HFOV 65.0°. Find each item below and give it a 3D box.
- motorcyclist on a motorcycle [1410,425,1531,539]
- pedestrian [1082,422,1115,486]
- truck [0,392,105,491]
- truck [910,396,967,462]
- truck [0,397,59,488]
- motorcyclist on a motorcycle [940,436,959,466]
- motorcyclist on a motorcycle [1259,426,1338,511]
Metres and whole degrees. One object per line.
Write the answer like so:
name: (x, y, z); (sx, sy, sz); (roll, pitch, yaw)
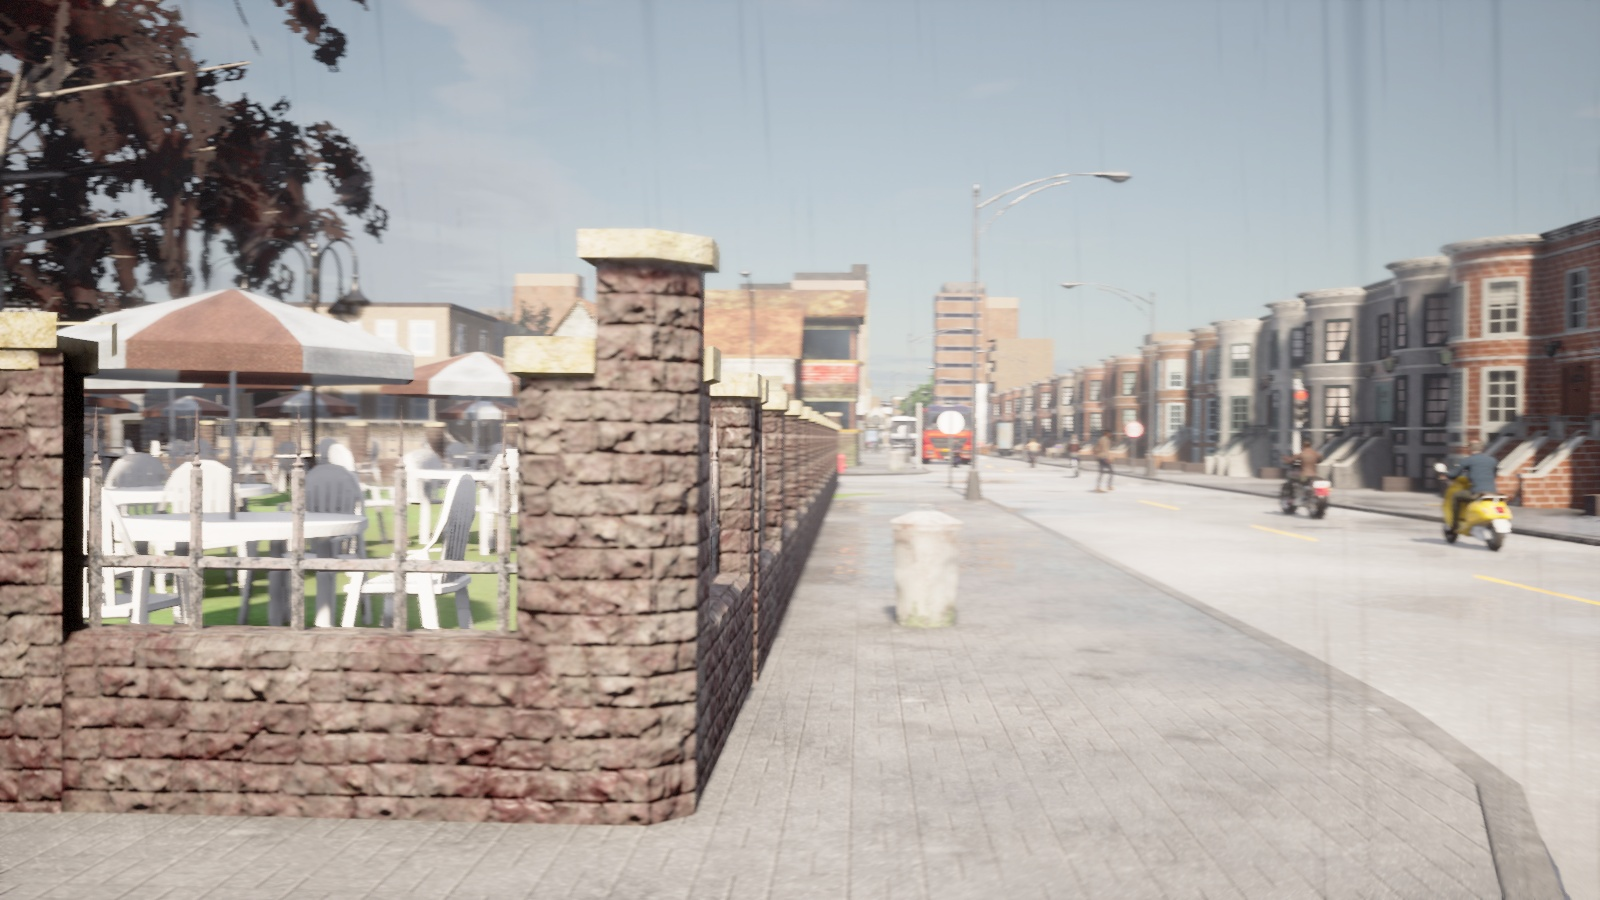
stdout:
motorcyclist on a motorcycle: (9.880, 0.438, 18.576); (0.866, 1.590, 1.817); (-1, 1, 3)
pedestrian: (8.589, 0.115, 36.105); (0.869, 1.805, 0.328); (-1, 1, -22)
truck: (-30.001, -0.273, 45.575); (7.936, 3.462, 2.891); (-1, 1, 2)
truck: (8.418, -1.264, 77.173); (2.891, 3.827, 8.468); (-1, 1, 3)
truck: (-34.184, -0.263, 49.768); (7.936, 3.462, 2.891); (-1, 1, 3)
motorcyclist on a motorcycle: (7.999, 0.042, 67.283); (0.866, 1.530, 2.191); (-1, 1, 3)
motorcyclist on a motorcycle: (10.189, 0.357, 25.746); (0.766, 1.649, 2.350); (-1, 0, 3)
